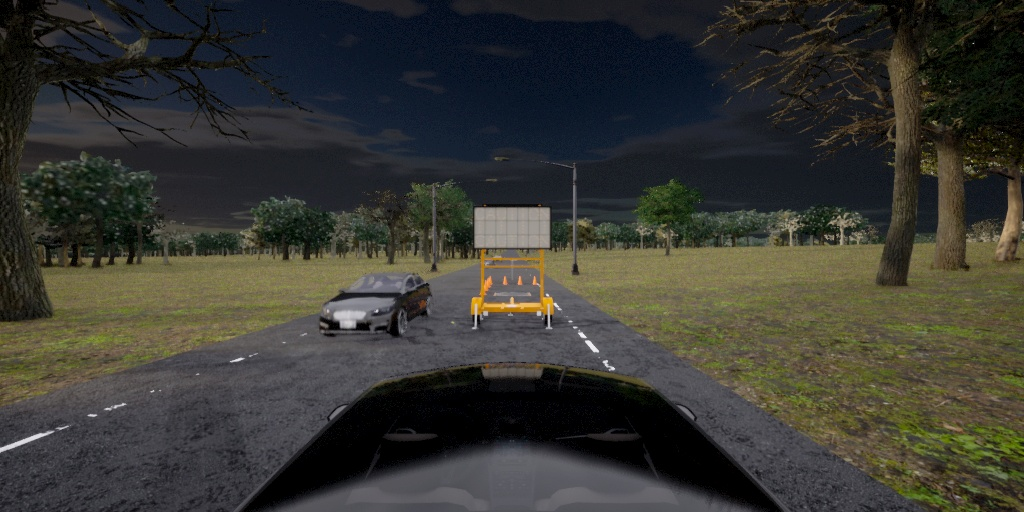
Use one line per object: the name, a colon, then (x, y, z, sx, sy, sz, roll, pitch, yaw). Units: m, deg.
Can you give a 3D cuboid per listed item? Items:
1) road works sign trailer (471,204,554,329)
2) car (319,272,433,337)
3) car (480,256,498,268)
road works sign trailer: (0.011, 0.197, 11.145, 2.380, 3.560, 2.880, 0, 0, 0)
car: (-3.590, 1.227, 10.305, 2.128, 1.511, 4.902, 0, 0, 0)
car: (-3.538, 0.985, 51.693, 2.128, 1.511, 4.902, 0, 1, 0)
